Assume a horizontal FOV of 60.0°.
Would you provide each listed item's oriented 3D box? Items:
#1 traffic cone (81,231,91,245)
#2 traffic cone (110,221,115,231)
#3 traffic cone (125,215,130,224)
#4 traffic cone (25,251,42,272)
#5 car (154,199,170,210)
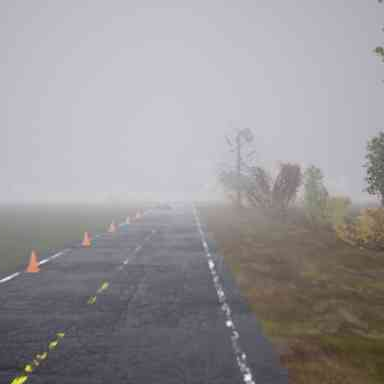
[{"bbox_3d":[-4.663,2.011,14.659,0.340,0.580,0.340,0,0,-1],"label":"traffic cone"},{"bbox_3d":[-4.715,2.023,19.659,0.340,0.580,0.340,0,0,-1],"label":"traffic cone"},{"bbox_3d":[-4.768,2.034,24.659,0.340,0.580,0.340,0,0,-1],"label":"traffic cone"},{"bbox_3d":[-4.610,1.998,9.659,0.340,0.580,0.340,0,0,-1],"label":"traffic cone"},{"bbox_3d":[-3.880,1.640,44.671,1.812,1.442,4.674,0,0,-1],"label":"car"}]
